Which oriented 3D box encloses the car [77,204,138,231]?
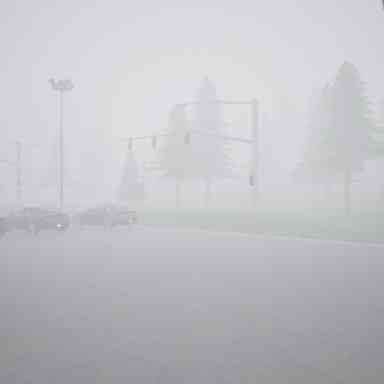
[{"bbox_3d":[-5.544,1.508,20.849,4.902,1.511,2.128,0,0,35],"label":"car"}]

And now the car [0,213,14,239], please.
[{"bbox_3d":[-10.944,1.495,16.102,5.008,1.535,1.882,0,0,35],"label":"car"}]

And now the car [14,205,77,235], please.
[{"bbox_3d":[-9.003,1.522,19.017,4.892,1.490,1.837,0,0,35],"label":"car"}]
